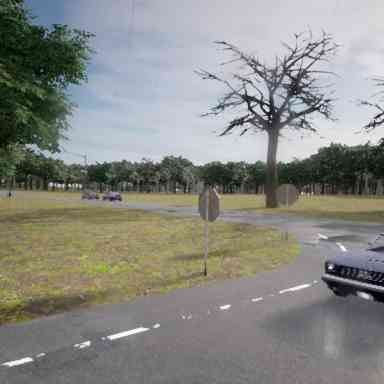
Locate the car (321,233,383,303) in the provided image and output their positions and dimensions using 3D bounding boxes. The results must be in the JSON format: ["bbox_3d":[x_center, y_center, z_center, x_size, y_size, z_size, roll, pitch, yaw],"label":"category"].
[{"bbox_3d":[4.982,1.577,7.430,4.718,1.301,1.895,-1,0,-36],"label":"car"}]

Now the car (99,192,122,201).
[{"bbox_3d":[-12.391,0.707,51.820,1.812,1.442,4.674,2,-1,-35],"label":"car"}]

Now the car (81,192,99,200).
[{"bbox_3d":[-18.341,0.680,60.018,2.033,1.411,5.357,2,-1,-36],"label":"car"}]
